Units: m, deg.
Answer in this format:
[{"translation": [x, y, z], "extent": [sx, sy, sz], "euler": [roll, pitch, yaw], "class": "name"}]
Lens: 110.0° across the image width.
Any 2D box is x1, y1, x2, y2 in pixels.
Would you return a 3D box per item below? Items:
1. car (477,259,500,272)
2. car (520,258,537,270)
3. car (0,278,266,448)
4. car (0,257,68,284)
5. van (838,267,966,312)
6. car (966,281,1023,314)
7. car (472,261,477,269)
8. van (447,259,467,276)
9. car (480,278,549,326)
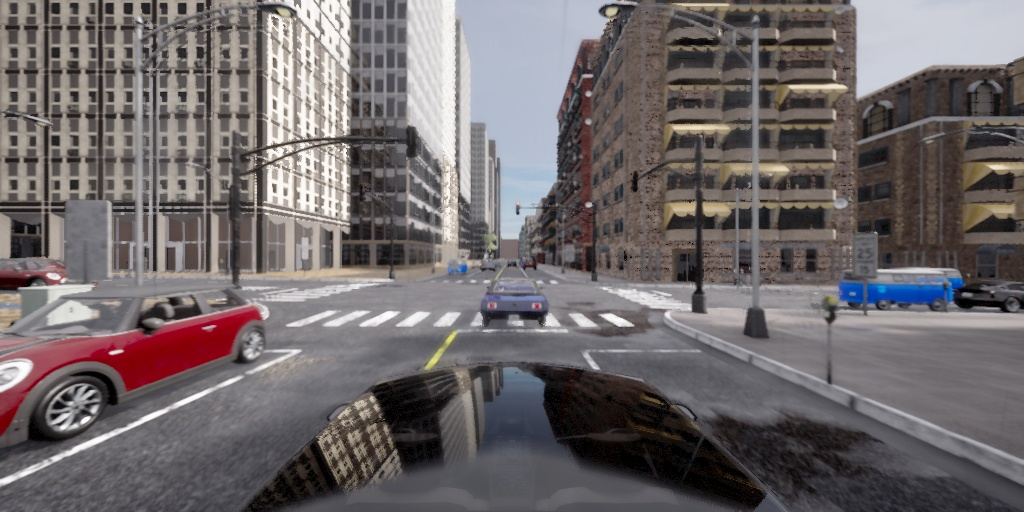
[{"translation": [-3.082, 1.401, 47.793], "extent": [2.033, 1.411, 5.357], "euler": [0, 0, 0], "class": "car"}, {"translation": [2.698, 1.185, 54.283], "extent": [2.192, 1.841, 5.009], "euler": [0, 0, 0], "class": "car"}, {"translation": [-5.689, 1.196, 5.157], "extent": [1.967, 1.591, 4.097], "euler": [0, 0, 0], "class": "car"}, {"translation": [-21.144, 0.846, 15.927], "extent": [4.097, 1.591, 1.967], "euler": [0, 0, 0], "class": "car"}, {"translation": [16.915, 1.482, 15.869], "extent": [3.998, 1.789, 1.690], "euler": [0, 0, 0], "class": "van"}, {"translation": [22.455, 1.814, 16.051], "extent": [4.313, 1.339, 1.948], "euler": [0, 0, 0], "class": "car"}, {"translation": [-5.681, 1.409, 59.664], "extent": [1.751, 1.417, 4.829], "euler": [0, 0, 0], "class": "car"}, {"translation": [-5.684, 1.169, 37.630], "extent": [1.690, 1.789, 3.998], "euler": [0, 0, 0], "class": "van"}, {"translation": [0.080, 1.382, 11.818], "extent": [1.895, 1.301, 4.718], "euler": [1, -1, 0], "class": "car"}]
